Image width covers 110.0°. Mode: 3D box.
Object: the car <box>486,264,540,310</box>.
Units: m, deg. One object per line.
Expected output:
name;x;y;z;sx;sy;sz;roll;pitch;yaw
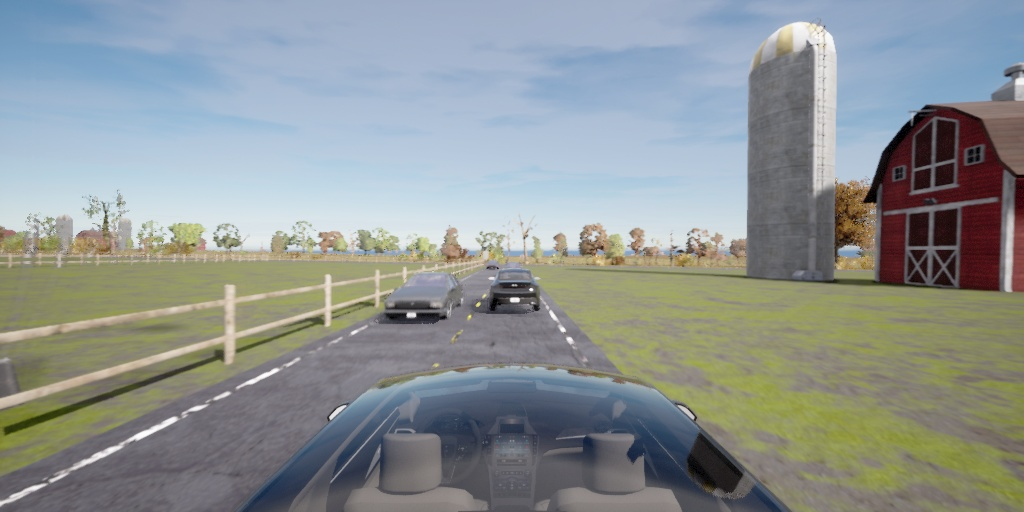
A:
car;0.101;1.252;14.619;1.837;1.490;4.892;0;0;0

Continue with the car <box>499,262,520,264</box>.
car;0.101;1.298;35.572;2.033;1.411;5.357;0;0;0

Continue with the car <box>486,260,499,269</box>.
car;-2.821;1.311;53.566;2.033;1.411;5.357;0;0;0

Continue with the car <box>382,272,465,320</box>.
car;-2.851;1.295;12.841;2.033;1.411;5.357;0;0;0
